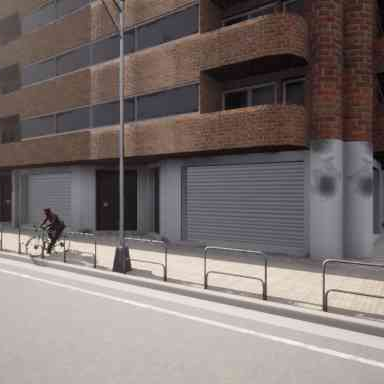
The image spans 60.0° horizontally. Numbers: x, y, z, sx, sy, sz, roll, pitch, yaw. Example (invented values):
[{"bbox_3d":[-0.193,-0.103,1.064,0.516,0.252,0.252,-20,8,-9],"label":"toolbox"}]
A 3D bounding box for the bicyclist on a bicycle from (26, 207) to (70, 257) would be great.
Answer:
[{"bbox_3d":[-4.747,1.338,11.129,0.582,1.620,1.656,1,-3,33],"label":"bicyclist on a bicycle"}]
